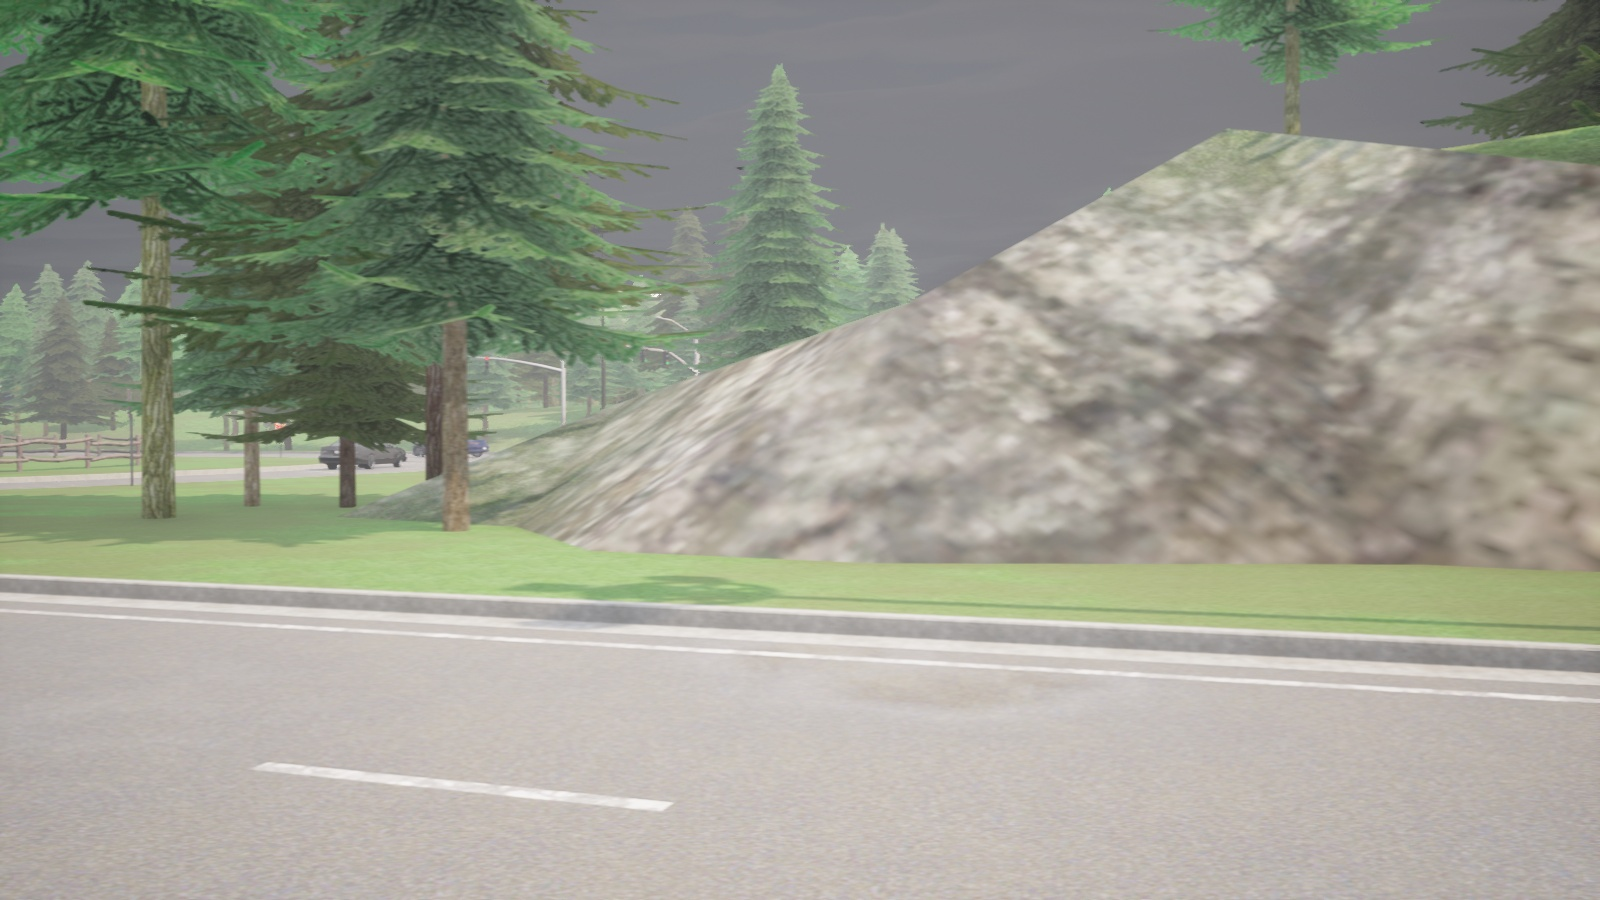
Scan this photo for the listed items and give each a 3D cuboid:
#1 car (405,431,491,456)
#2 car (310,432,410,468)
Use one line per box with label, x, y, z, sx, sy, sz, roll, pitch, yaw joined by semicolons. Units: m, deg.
car;-20.847;-0.418;74.434;4.674;1.442;1.812;1;1;19
car;-18.525;-0.048;53.211;2.033;1.411;5.357;0;1;4
